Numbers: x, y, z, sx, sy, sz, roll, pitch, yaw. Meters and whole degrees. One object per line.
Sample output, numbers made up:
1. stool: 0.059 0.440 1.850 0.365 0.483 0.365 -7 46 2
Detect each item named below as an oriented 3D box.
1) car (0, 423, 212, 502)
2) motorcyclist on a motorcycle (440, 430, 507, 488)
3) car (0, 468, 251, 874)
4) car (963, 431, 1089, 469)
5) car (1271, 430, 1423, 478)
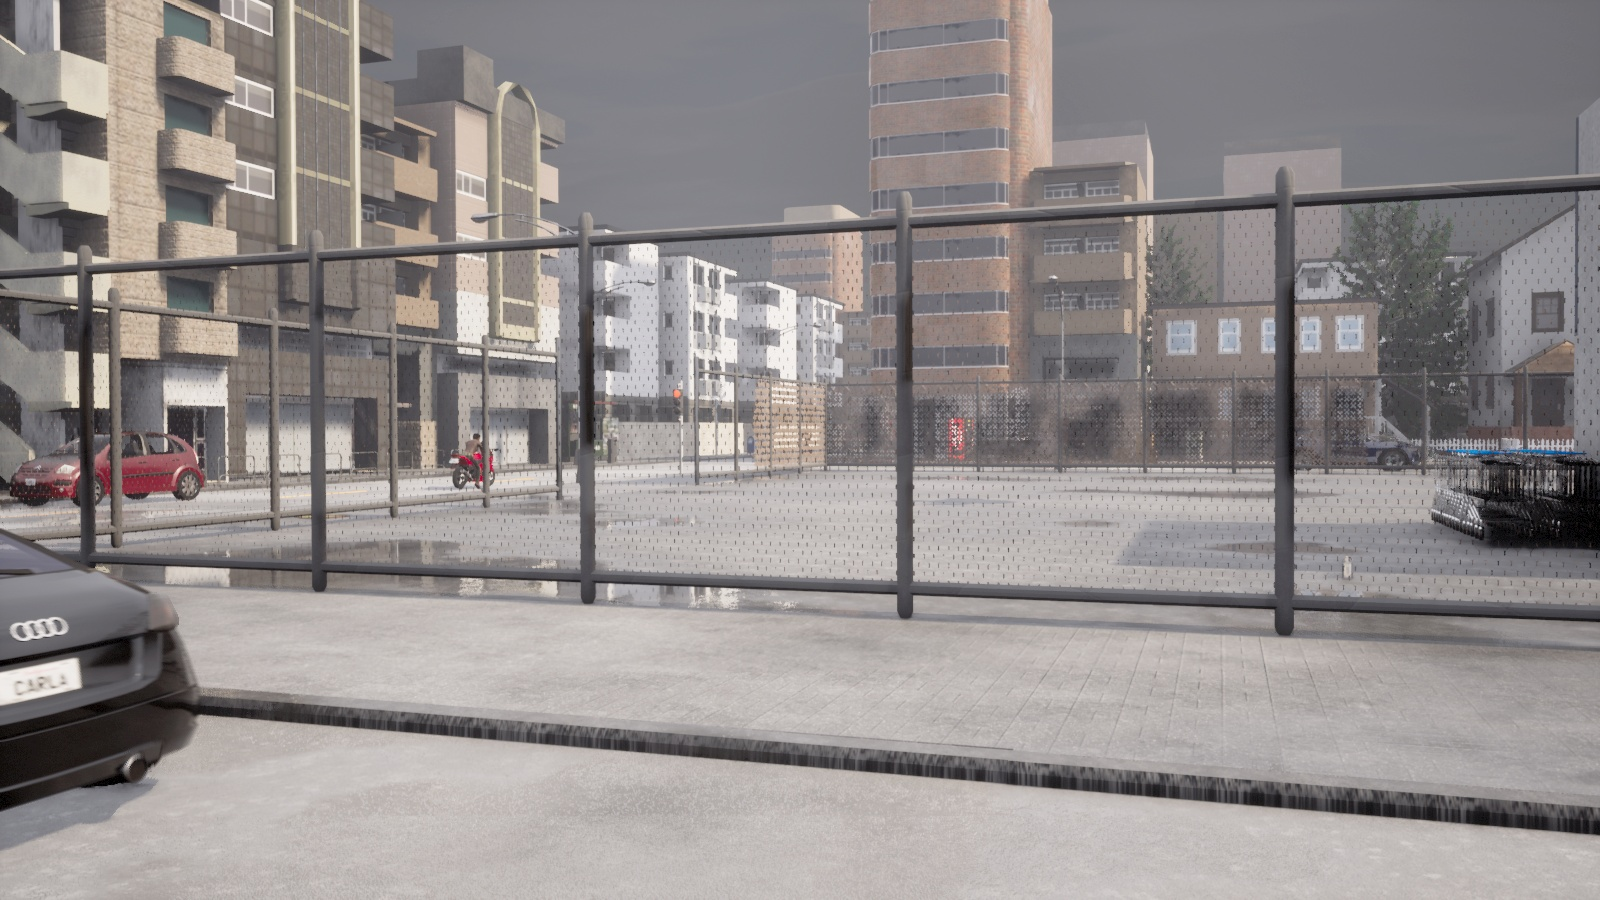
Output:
1. car: -15.348 0.222 27.950 1.851 1.617 3.988 1 1 18
2. motorcyclist on a motorcycle: -8.945 0.225 34.468 0.797 1.523 2.044 1 1 19
3. car: -4.741 0.788 5.309 4.181 1.385 1.994 0 1 19
4. car: 9.461 -0.022 52.557 4.902 1.511 2.128 1 1 19
5. car: 19.504 0.109 44.994 4.856 1.649 2.033 1 1 20
